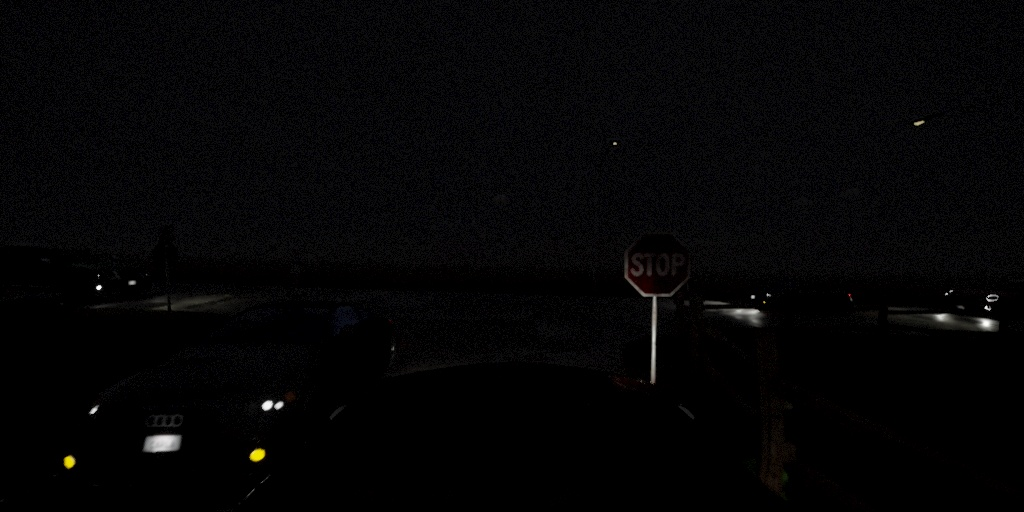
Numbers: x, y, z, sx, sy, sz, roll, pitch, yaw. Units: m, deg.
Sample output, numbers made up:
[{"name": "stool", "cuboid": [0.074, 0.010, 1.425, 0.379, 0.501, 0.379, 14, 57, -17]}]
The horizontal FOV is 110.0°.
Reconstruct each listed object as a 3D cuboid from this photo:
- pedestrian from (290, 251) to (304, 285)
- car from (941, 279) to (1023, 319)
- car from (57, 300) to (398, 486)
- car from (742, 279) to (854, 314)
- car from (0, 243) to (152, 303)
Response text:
[{"name": "pedestrian", "cuboid": [-12.006, 0.647, 19.916, 0.375, 1.860, 0.375, 0, 0, 0]}, {"name": "car", "cuboid": [23.161, 1.889, 16.665, 4.553, 1.767, 2.097, 2, 2, 0]}, {"name": "car", "cuboid": [-2.952, 1.331, 4.867, 1.994, 1.385, 4.181, 0, 0, -4]}, {"name": "car", "cuboid": [13.222, 1.791, 16.723, 4.181, 1.385, 1.994, 2, 2, 0]}, {"name": "car", "cuboid": [-17.547, 0.569, 13.976, 5.566, 2.045, 2.150, 2, 2, 0]}]
